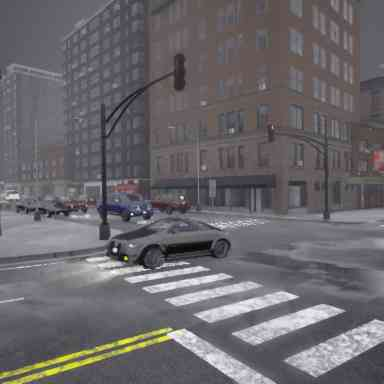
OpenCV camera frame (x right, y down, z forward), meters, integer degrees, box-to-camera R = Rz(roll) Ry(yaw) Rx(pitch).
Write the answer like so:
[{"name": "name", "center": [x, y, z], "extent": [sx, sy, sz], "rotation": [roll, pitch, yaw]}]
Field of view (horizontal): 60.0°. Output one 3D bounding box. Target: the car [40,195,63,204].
[{"name": "car", "center": [-21.551, 1.136, 50.965], "extent": [1.802, 1.307, 4.206], "rotation": [0, 1, -44]}]

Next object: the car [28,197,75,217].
[{"name": "car", "center": [-12.364, 1.417, 29.196], "extent": [1.947, 1.339, 4.313], "rotation": [0, 1, -44]}]

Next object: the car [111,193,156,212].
[{"name": "car", "center": [-6.239, 1.044, 35.123], "extent": [2.192, 1.841, 5.009], "rotation": [0, 1, -44]}]

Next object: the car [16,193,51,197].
[{"name": "car", "center": [-19.348, 1.215, 40.395], "extent": [1.837, 1.490, 4.892], "rotation": [-1, 1, -44]}]

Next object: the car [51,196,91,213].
[{"name": "car", "center": [-12.080, 1.394, 32.856], "extent": [1.895, 1.301, 4.718], "rotation": [-1, 1, -44]}]

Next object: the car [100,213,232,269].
[{"name": "car", "center": [-0.683, 1.578, 11.165], "extent": [4.181, 1.385, 1.994], "rotation": [1, 0, -35]}]

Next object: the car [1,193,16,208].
[{"name": "car", "center": [-23.727, 1.247, 40.950], "extent": [1.752, 1.417, 4.829], "rotation": [0, 1, -44]}]

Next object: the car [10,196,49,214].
[{"name": "car", "center": [-16.192, 1.375, 33.155], "extent": [1.947, 1.339, 4.313], "rotation": [0, 1, -44]}]

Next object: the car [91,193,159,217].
[{"name": "car", "center": [-5.318, 1.089, 25.856], "extent": [2.150, 2.045, 5.566], "rotation": [-1, 1, -44]}]

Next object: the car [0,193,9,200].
[{"name": "car", "center": [-40.690, 0.885, 70.764], "extent": [1.947, 1.339, 4.313], "rotation": [0, 1, -44]}]

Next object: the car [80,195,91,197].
[{"name": "car", "center": [-13.895, 1.083, 43.044], "extent": [1.967, 1.590, 4.097], "rotation": [0, 1, -44]}]

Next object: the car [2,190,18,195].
[{"name": "car", "center": [-31.881, 0.710, 57.940], "extent": [2.150, 2.045, 5.566], "rotation": [-1, 1, -44]}]

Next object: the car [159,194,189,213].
[{"name": "car", "center": [-2.411, 1.087, 31.163], "extent": [2.192, 1.841, 5.009], "rotation": [0, 1, -44]}]

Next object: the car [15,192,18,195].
[{"name": "car", "center": [-29.207, 1.043, 58.885], "extent": [1.802, 1.307, 4.206], "rotation": [0, 1, -44]}]
